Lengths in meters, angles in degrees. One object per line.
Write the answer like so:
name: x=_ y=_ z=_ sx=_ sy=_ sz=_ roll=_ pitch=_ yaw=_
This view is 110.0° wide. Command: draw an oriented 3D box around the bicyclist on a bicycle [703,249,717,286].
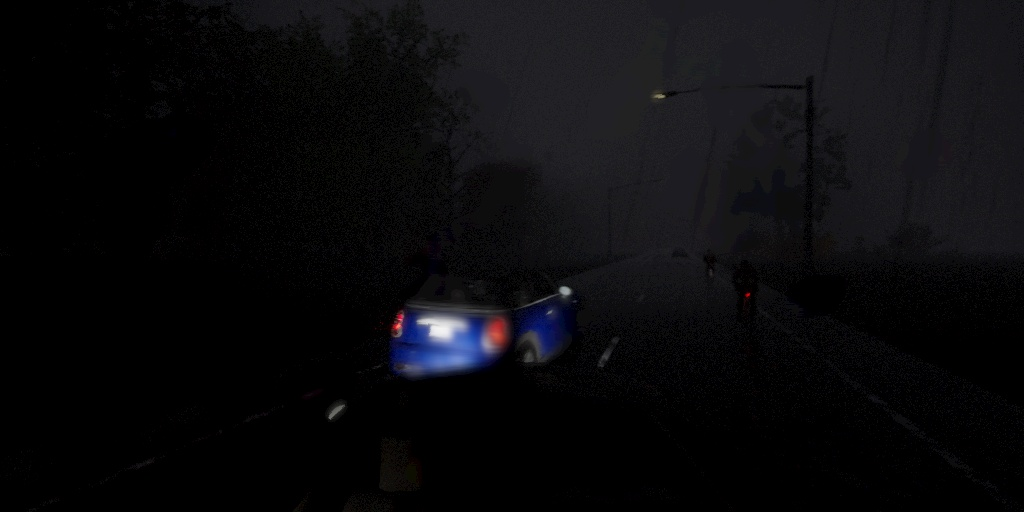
bicyclist on a bicycle: x=9.607 y=0.528 z=17.420 sx=0.659 sy=1.776 sz=1.843 roll=0 pitch=2 yaw=24

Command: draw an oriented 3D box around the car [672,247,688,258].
car: x=23.761 y=-0.444 z=50.803 sx=1.994 sy=1.385 sz=4.181 roll=0 pitch=2 yaw=24

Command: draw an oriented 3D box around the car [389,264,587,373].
car: x=-0.053 y=0.959 z=6.666 sx=2.097 sy=1.767 sz=4.553 roll=0 pitch=2 yaw=24

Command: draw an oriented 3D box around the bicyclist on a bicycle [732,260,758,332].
bicyclist on a bicycle: x=5.640 y=0.921 z=8.659 sx=0.582 sy=1.620 sz=1.656 roll=0 pitch=2 yaw=24
